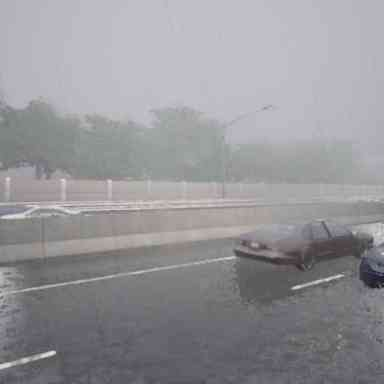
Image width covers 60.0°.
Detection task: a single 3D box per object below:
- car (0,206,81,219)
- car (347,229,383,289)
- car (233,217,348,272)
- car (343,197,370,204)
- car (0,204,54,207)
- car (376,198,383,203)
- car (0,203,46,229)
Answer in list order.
[{"bbox_3d":[-7.162,1.554,16.080,4.181,1.385,1.994,0,0,-35],"label":"car"},{"bbox_3d":[5.840,1.538,7.911,4.181,1.385,1.994,0,0,-35],"label":"car"},{"bbox_3d":[3.796,1.521,10.753,5.357,1.411,2.033,0,0,-35],"label":"car"},{"bbox_3d":[22.838,1.391,46.028,4.674,1.442,1.812,0,0,-35],"label":"car"},{"bbox_3d":[-8.748,1.514,19.248,4.674,1.442,1.812,0,0,-35],"label":"car"},{"bbox_3d":[26.070,1.425,44.043,4.181,1.385,1.994,0,0,-35],"label":"car"},{"bbox_3d":[-12.024,1.518,21.225,4.674,1.442,1.812,0,0,-35],"label":"car"}]
